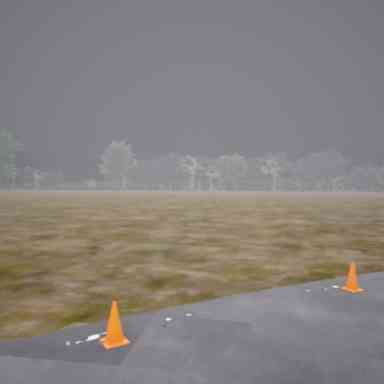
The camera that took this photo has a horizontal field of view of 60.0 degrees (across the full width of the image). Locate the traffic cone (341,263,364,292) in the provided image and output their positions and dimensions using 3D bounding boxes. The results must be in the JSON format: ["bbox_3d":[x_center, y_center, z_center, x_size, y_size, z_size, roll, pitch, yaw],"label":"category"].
[{"bbox_3d":[3.545,1.860,7.347,0.340,0.580,0.340,0,1,-25],"label":"traffic cone"}]

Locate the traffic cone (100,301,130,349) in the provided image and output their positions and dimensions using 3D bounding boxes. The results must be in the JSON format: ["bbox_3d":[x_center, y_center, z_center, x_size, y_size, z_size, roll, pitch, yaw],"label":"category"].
[{"bbox_3d":[-1.114,1.872,4.807,0.340,0.580,0.340,0,1,-32],"label":"traffic cone"}]
